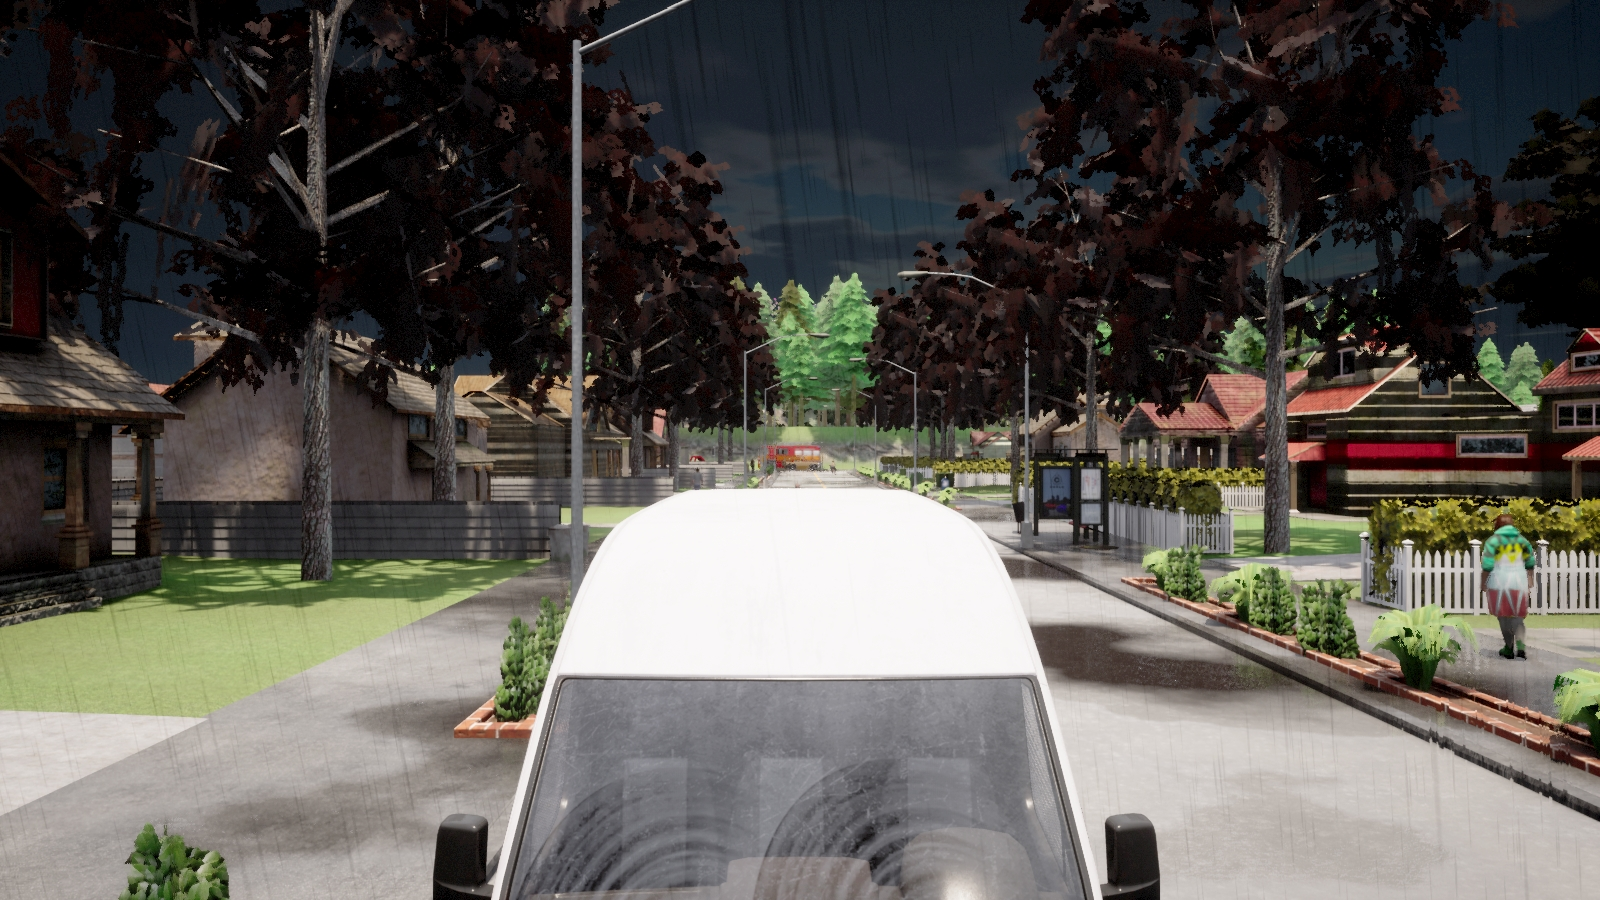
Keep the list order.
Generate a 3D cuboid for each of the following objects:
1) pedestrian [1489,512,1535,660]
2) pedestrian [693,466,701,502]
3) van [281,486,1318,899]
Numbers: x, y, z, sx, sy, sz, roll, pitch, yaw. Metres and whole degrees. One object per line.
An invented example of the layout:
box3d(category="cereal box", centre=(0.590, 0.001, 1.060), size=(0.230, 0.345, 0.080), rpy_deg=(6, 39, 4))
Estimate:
box3d(category="pedestrian", centre=(9.171, 1.744, 14.733), size=(0.375, 1.860, 0.375), rpy_deg=(0, 0, 5))
box3d(category="pedestrian", centre=(-5.294, 1.743, 58.617), size=(0.375, 1.860, 0.375), rpy_deg=(0, 0, 3))
box3d(category="van", centre=(-0.006, 1.534, 5.149), size=(1.988, 2.561, 5.915), rpy_deg=(0, 0, 0))
